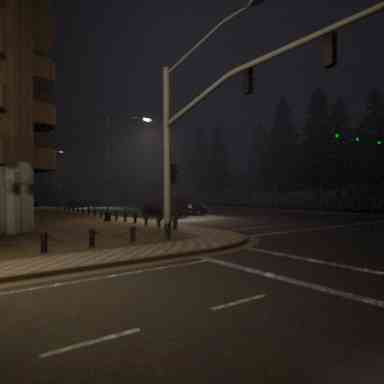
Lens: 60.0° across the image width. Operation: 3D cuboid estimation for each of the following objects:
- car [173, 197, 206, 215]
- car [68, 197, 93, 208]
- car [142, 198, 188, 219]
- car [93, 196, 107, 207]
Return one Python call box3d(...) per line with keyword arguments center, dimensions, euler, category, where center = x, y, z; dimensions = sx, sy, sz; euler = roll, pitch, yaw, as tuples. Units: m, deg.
box3d(center=(-0.634, 1.272, 31.559), dimensions=(2.097, 1.767, 4.553), euler=(-1, 0, -36), category="car")
box3d(center=(-16.071, 1.510, 47.075), dimensions=(1.994, 1.385, 4.181), euler=(-1, 0, -35), category="car")
box3d(center=(-2.630, 1.472, 28.377), dimensions=(1.812, 1.442, 4.674), euler=(-1, 0, -36), category="car")
box3d(center=(-14.159, 1.411, 50.430), dimensions=(2.128, 1.511, 4.902), euler=(-1, 0, -35), category="car")
